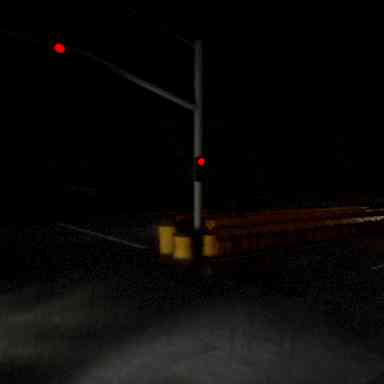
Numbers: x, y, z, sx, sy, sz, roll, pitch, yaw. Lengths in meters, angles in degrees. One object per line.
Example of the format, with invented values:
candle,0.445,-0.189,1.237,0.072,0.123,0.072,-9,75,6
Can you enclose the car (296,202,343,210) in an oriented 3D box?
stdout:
car,11.204,1.564,29.080,5.357,1.411,2.033,0,0,-36

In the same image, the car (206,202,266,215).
car,3.115,1.515,23.369,4.892,1.490,1.837,0,0,-35

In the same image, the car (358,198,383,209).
car,19.382,1.360,34.980,5.008,1.535,1.882,-2,1,-36
